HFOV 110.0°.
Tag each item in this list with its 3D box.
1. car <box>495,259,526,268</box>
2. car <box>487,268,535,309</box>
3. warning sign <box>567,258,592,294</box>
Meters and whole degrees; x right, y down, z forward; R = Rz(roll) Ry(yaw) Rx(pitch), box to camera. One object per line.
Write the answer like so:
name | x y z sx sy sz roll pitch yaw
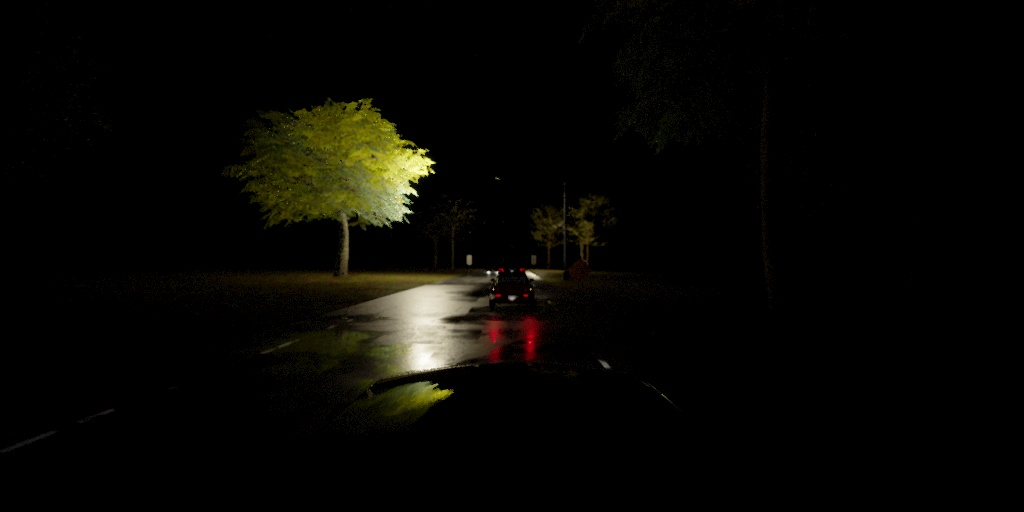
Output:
car | -0.002 1.285 29.462 2.150 2.045 5.566 0 0 0
car | 0.018 1.412 15.783 1.812 1.442 4.674 0 0 0
warning sign | 3.545 1.039 19.101 1.300 1.860 1.060 0 0 0
